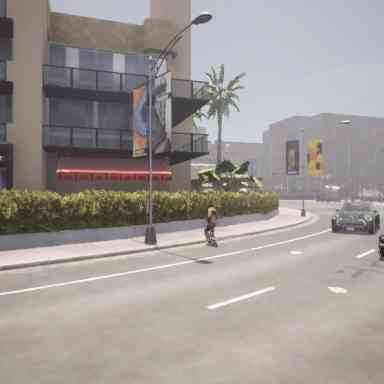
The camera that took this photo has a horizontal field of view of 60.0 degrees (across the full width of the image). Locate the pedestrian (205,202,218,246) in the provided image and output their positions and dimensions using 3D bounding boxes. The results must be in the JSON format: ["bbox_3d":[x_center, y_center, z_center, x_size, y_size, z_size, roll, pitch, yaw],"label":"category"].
[{"bbox_3d":[0.782,1.294,13.920,0.375,1.860,0.375,0,0,-45],"label":"pedestrian"}]

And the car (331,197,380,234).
[{"bbox_3d":[9.598,1.352,19.356,2.097,1.767,4.553,0,0,34],"label":"car"}]

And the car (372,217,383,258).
[{"bbox_3d":[8.171,1.601,11.882,1.895,1.301,4.718,0,0,42],"label":"car"}]
